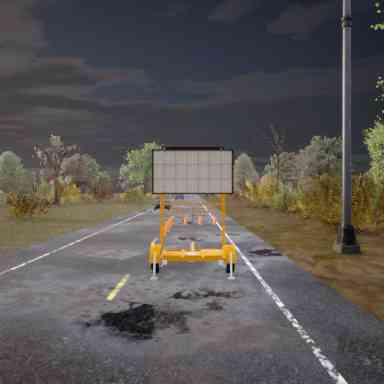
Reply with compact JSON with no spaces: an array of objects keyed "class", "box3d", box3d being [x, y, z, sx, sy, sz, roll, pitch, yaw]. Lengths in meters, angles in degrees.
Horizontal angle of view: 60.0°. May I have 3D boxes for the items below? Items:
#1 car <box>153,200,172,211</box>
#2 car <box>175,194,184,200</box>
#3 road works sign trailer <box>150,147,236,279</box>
[{"class":"car","box3d":[-3.512,1.577,40.012,1.895,1.301,4.718,0,0,0]},{"class":"car","box3d":[-3.303,1.108,89.261,2.150,2.045,5.566,0,0,0]},{"class":"road works sign trailer","box3d":[0.023,0.464,9.989,2.380,3.560,2.880,0,0,0]}]
